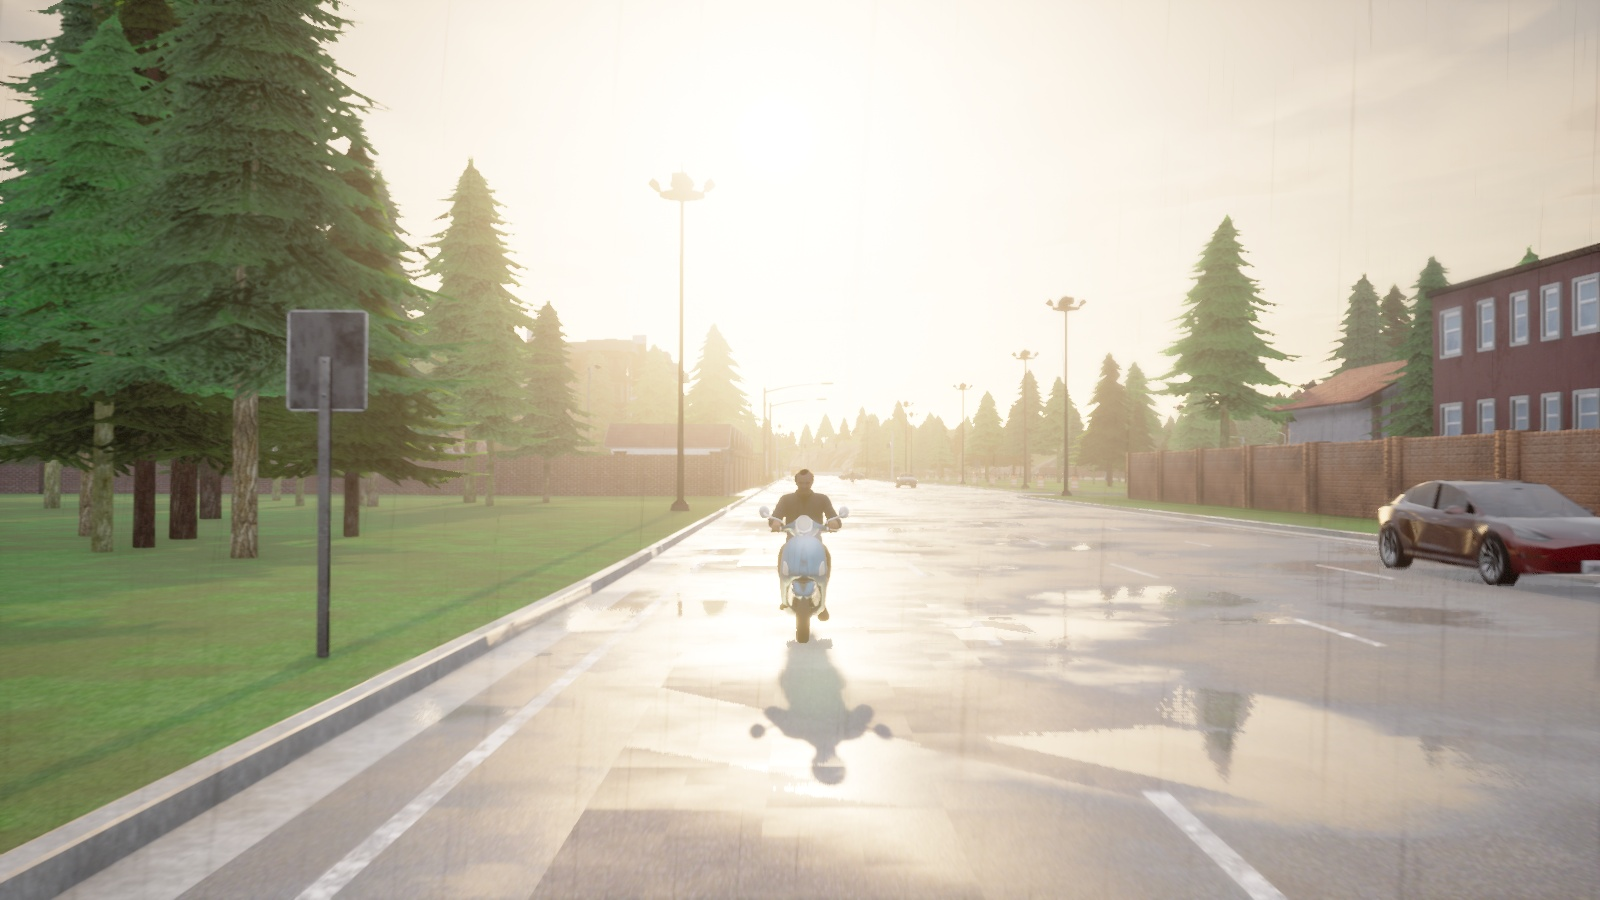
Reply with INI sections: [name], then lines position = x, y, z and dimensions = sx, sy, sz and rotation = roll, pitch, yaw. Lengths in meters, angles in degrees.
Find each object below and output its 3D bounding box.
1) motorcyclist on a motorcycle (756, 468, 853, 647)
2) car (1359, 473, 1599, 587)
[motorcyclist on a motorcycle]
position = 0.047, 0.975, 12.130
dimensions = 0.866, 1.590, 1.817
rotation = 0, -1, 1
[car]
position = 10.595, 1.095, 18.951
dimensions = 2.163, 1.488, 4.792
rotation = 0, -1, 0
